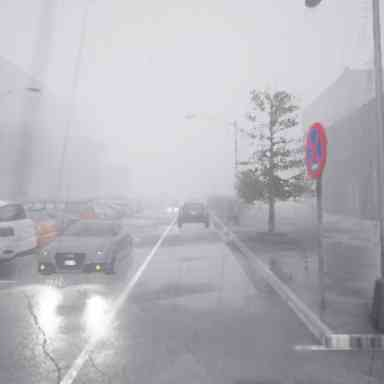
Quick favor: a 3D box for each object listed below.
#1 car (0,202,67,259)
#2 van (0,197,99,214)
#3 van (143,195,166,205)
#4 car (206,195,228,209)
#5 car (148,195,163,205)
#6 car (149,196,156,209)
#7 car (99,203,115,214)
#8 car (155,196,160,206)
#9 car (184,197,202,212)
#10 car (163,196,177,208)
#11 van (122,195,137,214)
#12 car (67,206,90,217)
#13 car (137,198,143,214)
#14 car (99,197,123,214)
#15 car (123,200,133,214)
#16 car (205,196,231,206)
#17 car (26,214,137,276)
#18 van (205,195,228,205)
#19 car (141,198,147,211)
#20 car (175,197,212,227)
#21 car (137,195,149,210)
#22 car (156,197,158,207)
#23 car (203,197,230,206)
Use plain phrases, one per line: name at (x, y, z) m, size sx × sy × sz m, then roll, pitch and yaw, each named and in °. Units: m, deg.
car at (-7.617, 1.418, 12.855) m, size 4.553 × 1.767 × 2.185 m, roll 0°, pitch 0°, yaw 0°
van at (-7.764, 1.345, 18.442) m, size 4.442 × 1.987 × 1.878 m, roll 0°, pitch 0°, yaw 0°
van at (-7.756, 1.659, 68.701) m, size 4.442 × 1.987 × 1.878 m, roll 0°, pitch -1°, yaw 0°
car at (4.875, 1.760, 57.688) m, size 5.366 × 1.575 × 1.946 m, roll 0°, pitch 0°, yaw 0°
car at (-7.611, 1.792, 57.551) m, size 4.792 × 1.488 × 2.163 m, roll 0°, pitch 0°, yaw 0°
car at (-7.828, 1.691, 43.583) m, size 5.366 × 1.575 × 1.946 m, roll 0°, pitch 0°, yaw 0°
car at (-7.644, 1.625, 21.234) m, size 4.674 × 1.452 × 2.002 m, roll 0°, pitch 0°, yaw 0°
car at (-7.827, 1.719, 49.171) m, size 5.366 × 1.575 × 1.946 m, roll 0°, pitch 0°, yaw 0°
car at (0.107, 1.558, 41.849) m, size 2.097 × 1.767 × 4.553 m, roll 0°, pitch 0°, yaw 0°
car at (-3.054, 1.758, 54.198) m, size 2.128 × 1.511 × 4.902 m, roll 0°, pitch 0°, yaw 0°
van at (-7.528, 1.400, 29.616) m, size 4.442 × 1.987 × 1.878 m, roll 0°, pitch 0°, yaw 0°
car at (-7.675, 1.587, 15.645) m, size 4.792 × 1.488 × 2.163 m, roll 0°, pitch 0°, yaw 0°
car at (-7.650, 1.641, 32.409) m, size 4.892 × 1.521 × 2.231 m, roll 0°, pitch 0°, yaw 0°
car at (-7.676, 1.473, 24.028) m, size 4.553 × 1.767 × 2.185 m, roll 0°, pitch 0°, yaw 0°
car at (-7.640, 1.612, 26.697) m, size 5.008 × 1.535 × 2.097 m, roll 0°, pitch 0°, yaw 0°
car at (4.659, 1.652, 60.607) m, size 4.553 × 1.767 × 2.185 m, roll 0°, pitch 0°, yaw 0°
car at (-3.098, 1.616, 10.436) m, size 1.994 × 1.385 × 4.181 m, roll 0°, pitch 0°, yaw 0°
van at (4.808, 1.607, 66.174) m, size 4.442 × 1.987 × 1.878 m, roll 0°, pitch -1°, yaw 0°
car at (-7.638, 1.654, 35.203) m, size 4.892 × 1.521 × 2.231 m, roll 0°, pitch 0°, yaw 0°
car at (0.104, 1.470, 24.036) m, size 2.097 × 1.767 × 4.553 m, roll 0°, pitch 0°, yaw 0°
car at (-7.611, 1.541, 37.995) m, size 4.553 × 1.767 × 2.185 m, roll 0°, pitch 0°, yaw 0°
car at (-7.671, 1.738, 46.376) m, size 4.792 × 1.488 × 2.163 m, roll 0°, pitch 0°, yaw 0°
car at (4.696, 1.796, 63.396) m, size 5.008 × 1.535 × 2.097 m, roll 0°, pitch -1°, yaw 0°
